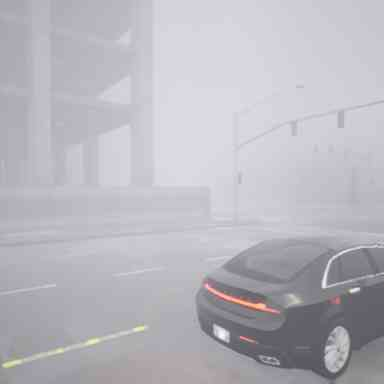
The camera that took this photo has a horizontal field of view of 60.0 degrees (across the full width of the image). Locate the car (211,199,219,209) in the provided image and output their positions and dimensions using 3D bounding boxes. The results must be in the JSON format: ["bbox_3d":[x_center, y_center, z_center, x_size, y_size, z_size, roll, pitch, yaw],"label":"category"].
[{"bbox_3d":[1.390,1.328,41.859,1.812,1.442,4.674,-1,0,-36],"label":"car"}]

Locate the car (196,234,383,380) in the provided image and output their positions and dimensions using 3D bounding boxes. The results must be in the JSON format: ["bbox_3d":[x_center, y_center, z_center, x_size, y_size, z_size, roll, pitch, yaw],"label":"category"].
[{"bbox_3d":[2.344,1.466,5.472,4.892,1.490,1.837,-1,0,-35],"label":"car"}]
